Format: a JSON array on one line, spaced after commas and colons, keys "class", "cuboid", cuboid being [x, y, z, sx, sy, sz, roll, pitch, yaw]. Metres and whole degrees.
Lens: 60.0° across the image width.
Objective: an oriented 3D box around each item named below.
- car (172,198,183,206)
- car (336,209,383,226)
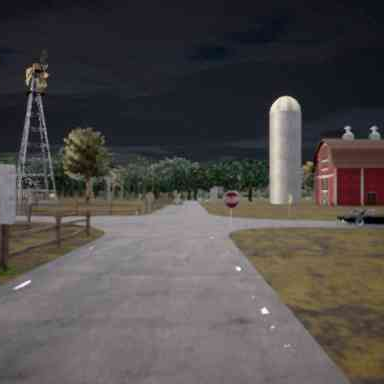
[{"class": "car", "cuboid": [-2.755, 1.954, 65.014, 1.837, 1.490, 4.892, 0, 0, 0]}, {"class": "car", "cuboid": [13.957, 1.981, 25.883, 4.718, 1.301, 1.895, 1, 0, 0]}]
